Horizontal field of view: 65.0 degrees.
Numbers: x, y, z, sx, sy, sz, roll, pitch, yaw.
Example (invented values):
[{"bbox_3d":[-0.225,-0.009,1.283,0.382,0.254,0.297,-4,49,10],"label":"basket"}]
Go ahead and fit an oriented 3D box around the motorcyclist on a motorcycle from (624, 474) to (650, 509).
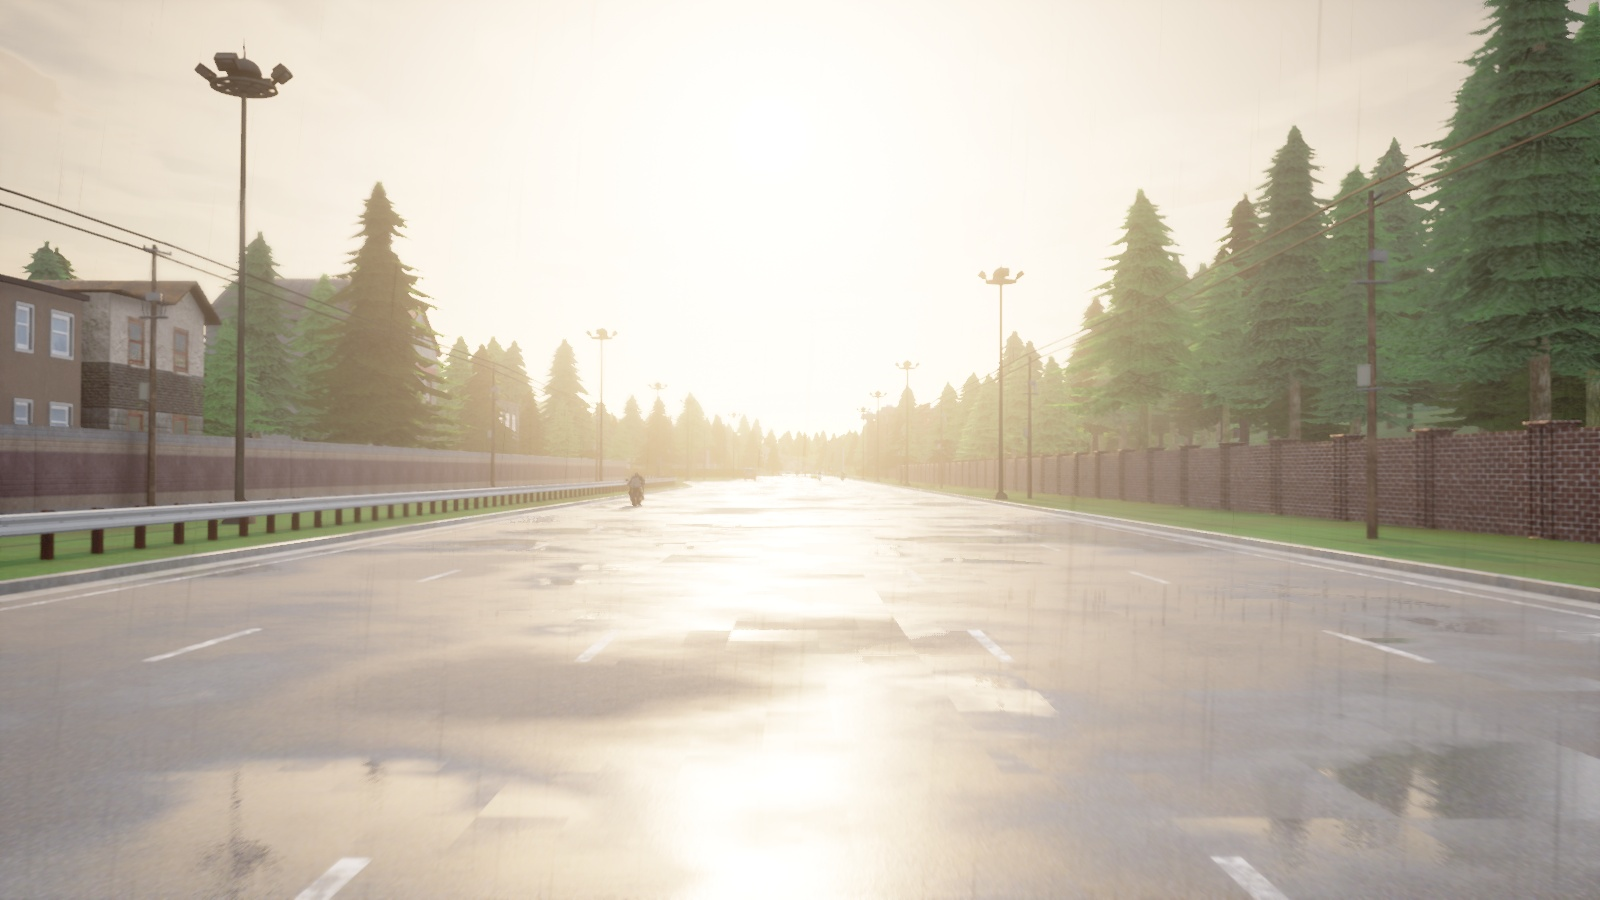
[{"bbox_3d":[-7.132,1.800,55.047,0.866,1.530,2.191,0,-1,0],"label":"motorcyclist on a motorcycle"}]
